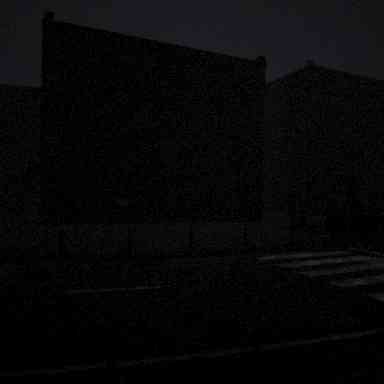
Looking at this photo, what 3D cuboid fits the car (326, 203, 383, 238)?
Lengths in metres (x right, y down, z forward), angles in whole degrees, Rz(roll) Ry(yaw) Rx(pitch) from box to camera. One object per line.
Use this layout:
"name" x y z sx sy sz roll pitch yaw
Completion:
"car" 9.740 1.393 18.491 2.185 1.767 4.553 1 0 -24
